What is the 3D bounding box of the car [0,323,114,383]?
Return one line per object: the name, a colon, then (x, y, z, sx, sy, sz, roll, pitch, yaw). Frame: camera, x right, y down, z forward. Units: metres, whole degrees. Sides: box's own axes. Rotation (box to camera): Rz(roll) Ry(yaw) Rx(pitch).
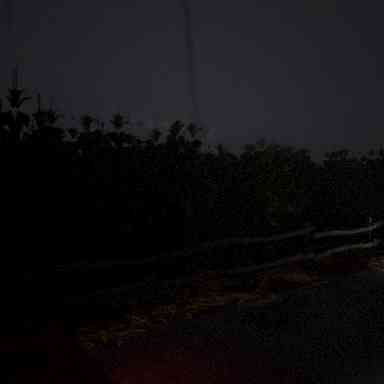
car: (-2.739, 1.609, 1.537, 4.718, 1.301, 1.895, 0, 0, -36)
